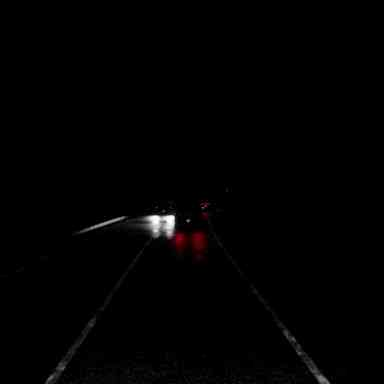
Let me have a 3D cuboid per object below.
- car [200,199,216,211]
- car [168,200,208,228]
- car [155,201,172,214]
[{"bbox_3d":[1.792,1.607,41.655,1.837,1.490,4.892,1,0,10],"label":"car"},{"bbox_3d":[-0.161,1.573,22.908,2.128,1.511,4.902,0,0,2],"label":"car"},{"bbox_3d":[-2.622,1.664,36.016,1.895,1.301,4.718,1,0,7],"label":"car"}]
